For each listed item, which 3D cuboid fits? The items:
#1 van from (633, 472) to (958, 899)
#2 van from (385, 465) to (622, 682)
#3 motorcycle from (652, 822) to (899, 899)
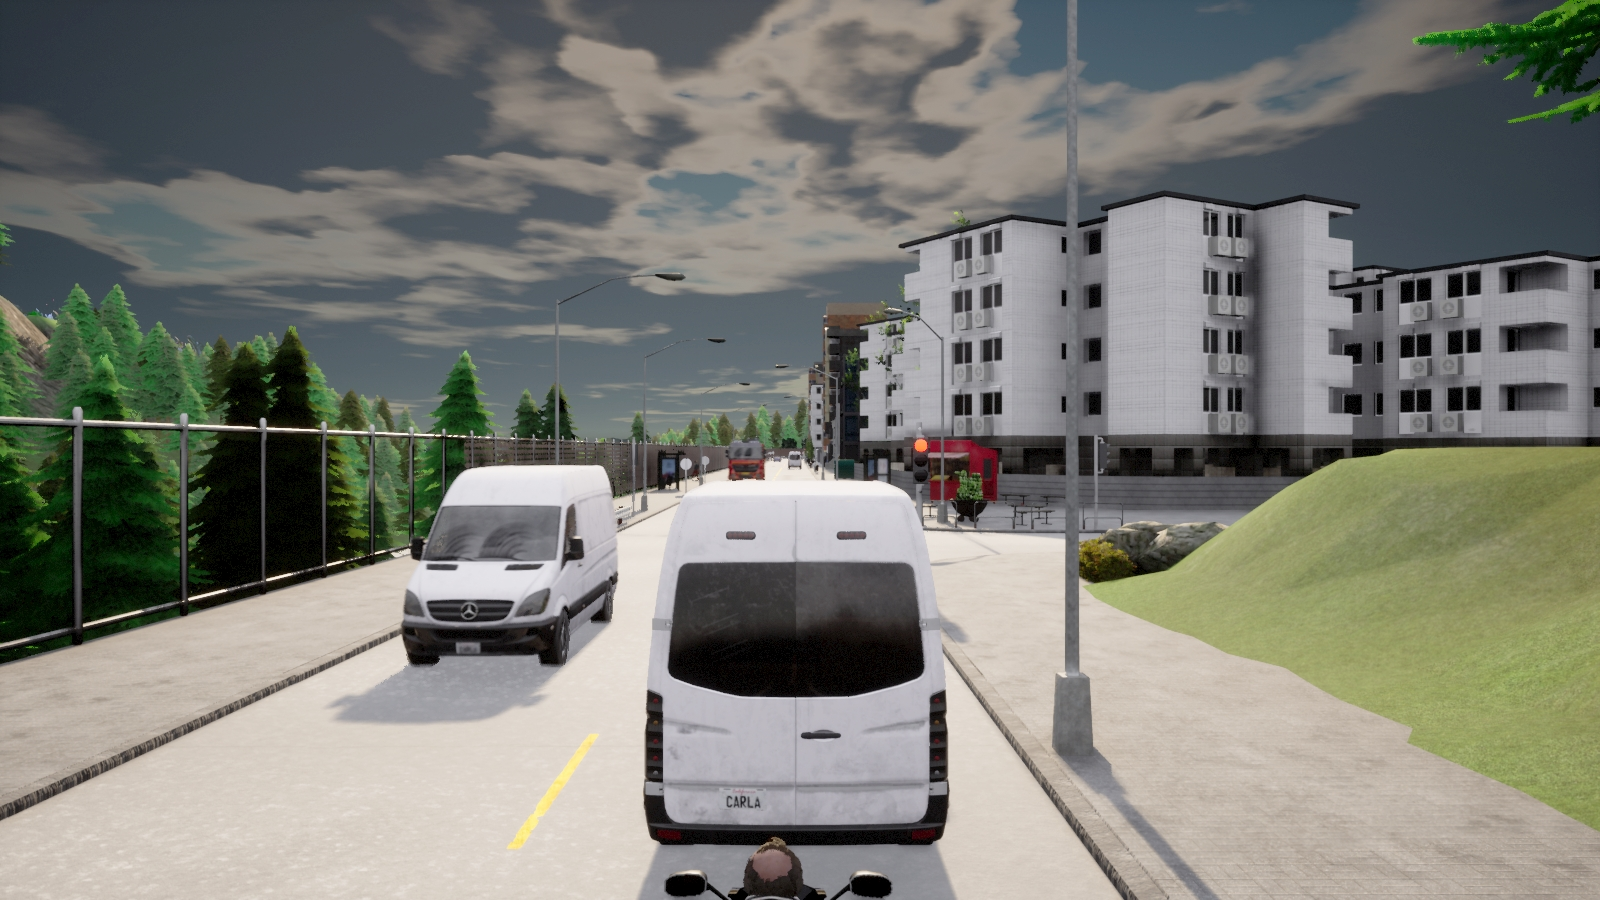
[{"bbox_3d":[-0.034,1.534,9.946,1.988,2.561,5.915,0,0,0],"label":"van"},{"bbox_3d":[-4.059,1.534,16.831,1.988,2.561,5.915,0,0,0],"label":"van"},{"bbox_3d":[-0.090,2.205,3.746,0.867,1.251,2.209,0,0,1],"label":"motorcycle"}]
